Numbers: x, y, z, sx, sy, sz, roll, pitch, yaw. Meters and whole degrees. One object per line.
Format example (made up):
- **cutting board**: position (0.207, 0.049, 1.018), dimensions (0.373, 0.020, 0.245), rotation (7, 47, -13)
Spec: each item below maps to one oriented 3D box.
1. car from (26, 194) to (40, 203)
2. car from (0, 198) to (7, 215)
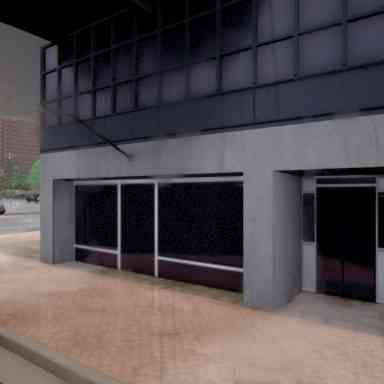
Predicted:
- **car**: position (-30.237, 1.153, 64.728), dimensions (4.605, 1.855, 1.932), rotation (0, 0, 35)
- **car**: position (-17.894, 1.491, 27.199), dimensions (2.128, 1.511, 4.902), rotation (0, 0, 36)
